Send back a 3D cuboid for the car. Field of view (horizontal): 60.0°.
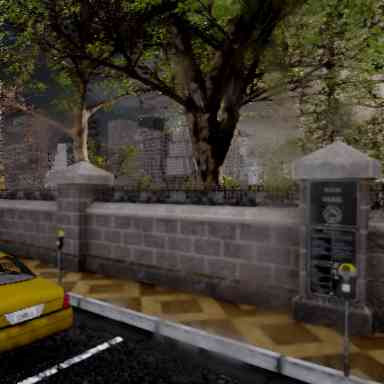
[{"bbox_3d":[-3.993,1.514,5.549,4.829,1.417,1.752,0,0,35],"label":"car"}]
